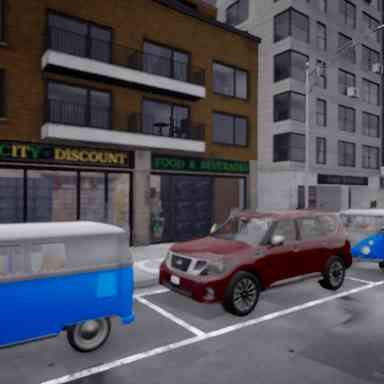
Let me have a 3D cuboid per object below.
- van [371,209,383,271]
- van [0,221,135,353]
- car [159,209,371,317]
[{"bbox_3d":[6.231,1.449,10.970,3.998,1.788,1.690,1,0,-35],"label":"van"},{"bbox_3d":[-2.769,1.343,4.559,3.998,1.788,1.690,1,0,-35],"label":"van"},{"bbox_3d":[1.731,1.370,7.766,5.009,1.841,2.192,1,0,-35],"label":"car"}]
